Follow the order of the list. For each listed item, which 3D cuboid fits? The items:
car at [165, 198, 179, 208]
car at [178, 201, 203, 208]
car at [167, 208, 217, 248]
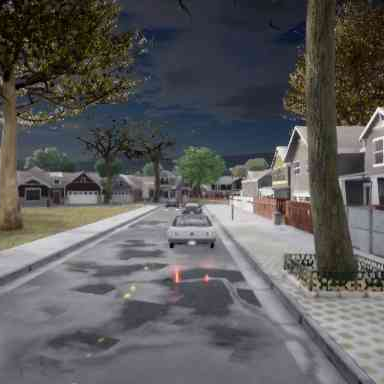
[{"bbox_3d":[-2.750,1.623,47.457,2.033,1.411,5.357,0,0,0],"label":"car"},{"bbox_3d":[0.000,1.541,29.650,1.812,1.442,4.674,0,0,0],"label":"car"},{"bbox_3d":[0.000,1.617,14.680,1.895,1.301,4.718,0,0,0],"label":"car"}]
